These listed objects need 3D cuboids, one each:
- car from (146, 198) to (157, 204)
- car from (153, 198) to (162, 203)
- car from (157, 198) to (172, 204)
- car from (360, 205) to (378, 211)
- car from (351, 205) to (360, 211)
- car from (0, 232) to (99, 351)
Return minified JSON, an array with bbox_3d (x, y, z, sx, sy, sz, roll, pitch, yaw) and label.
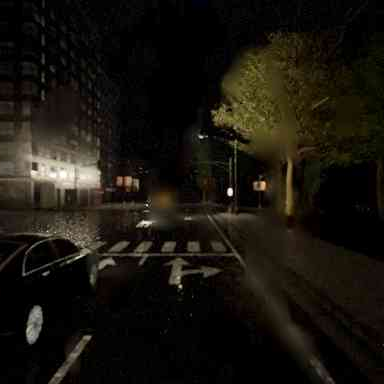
[{"bbox_3d":[-9.743,2.188,78.581,1.994,1.385,4.181,0,-1,0],"label":"car"},{"bbox_3d":[-9.742,2.439,93.751,1.994,1.385,4.181,0,-1,0],"label":"car"},{"bbox_3d":[-6.493,2.114,78.643,1.882,1.535,5.008,0,-1,0],"label":"car"},{"bbox_3d":[43.648,4.037,81.357,1.837,1.490,4.892,0,-3,45],"label":"car"},{"bbox_3d":[41.617,4.068,83.922,1.837,1.490,4.892,0,-3,45],"label":"car"},{"bbox_3d":[-3.150,1.512,6.169,1.837,1.490,4.892,0,0,0],"label":"car"}]
